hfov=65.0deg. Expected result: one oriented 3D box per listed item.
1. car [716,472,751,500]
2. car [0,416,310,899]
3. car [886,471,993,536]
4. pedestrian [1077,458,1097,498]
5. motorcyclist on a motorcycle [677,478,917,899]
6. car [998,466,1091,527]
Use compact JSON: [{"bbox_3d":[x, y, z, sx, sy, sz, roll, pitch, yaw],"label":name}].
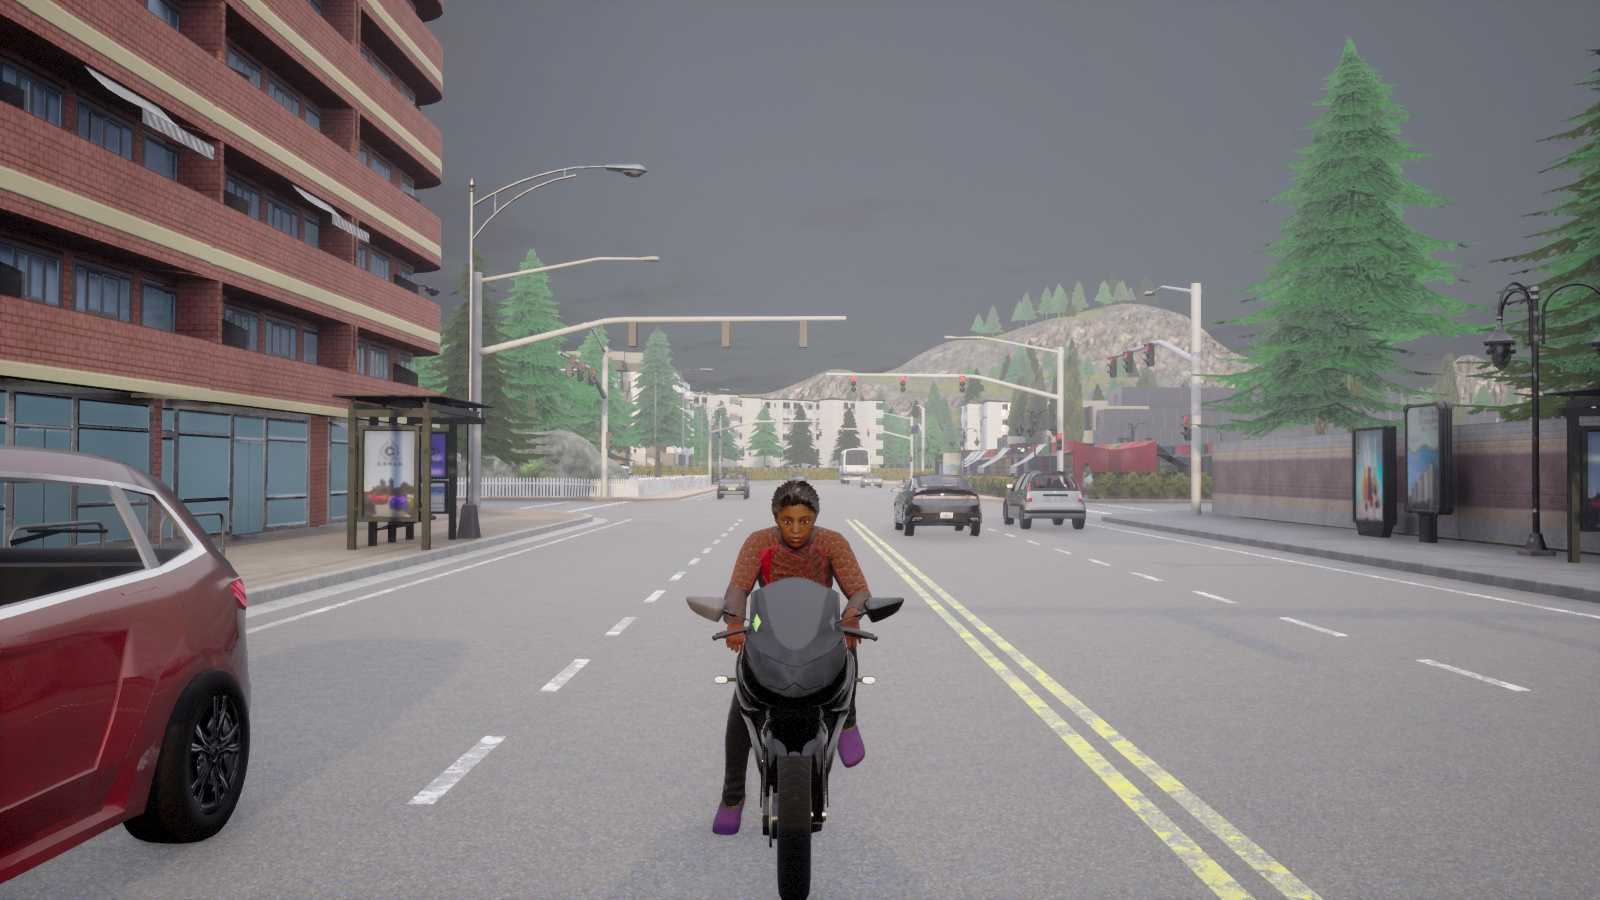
[{"bbox_3d":[-3.670,1.978,69.887,1.789,1.549,3.705,0,-1,0],"label":"car"},{"bbox_3d":[-3.511,0.737,3.845,2.242,1.667,4.611,0,-1,0],"label":"car"},{"bbox_3d":[3.423,1.288,31.691,2.128,1.511,4.902,0,-1,0],"label":"car"},{"bbox_3d":[14.286,1.404,62.541,0.873,1.952,0.659,0,-1,3],"label":"pedestrian"},{"bbox_3d":[-0.013,0.884,5.210,0.797,1.523,2.044,0,-1,0],"label":"motorcyclist on a motorcycle"},{"bbox_3d":[6.913,1.286,35.846,1.851,1.617,3.988,0,-1,0],"label":"car"}]
